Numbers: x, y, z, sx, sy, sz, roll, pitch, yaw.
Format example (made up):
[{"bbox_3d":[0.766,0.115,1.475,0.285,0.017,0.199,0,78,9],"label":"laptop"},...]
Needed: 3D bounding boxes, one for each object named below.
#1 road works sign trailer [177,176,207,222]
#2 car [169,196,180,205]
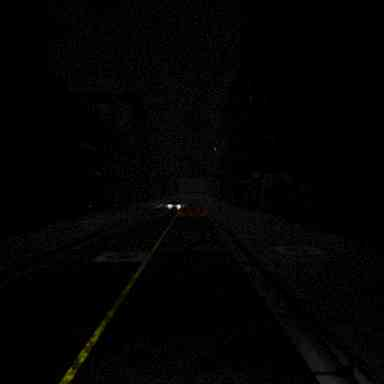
[{"bbox_3d":[-0.003,0.479,26.822,2.380,3.560,2.880,0,0,0],"label":"road works sign trailer"},{"bbox_3d":[-3.051,1.483,59.095,1.882,1.535,5.008,0,0,1],"label":"car"}]
